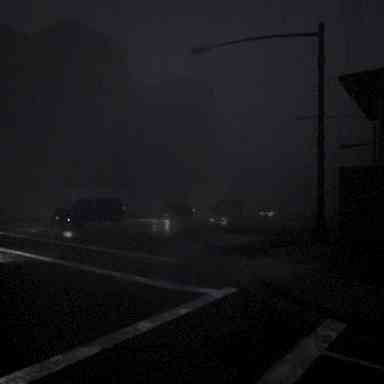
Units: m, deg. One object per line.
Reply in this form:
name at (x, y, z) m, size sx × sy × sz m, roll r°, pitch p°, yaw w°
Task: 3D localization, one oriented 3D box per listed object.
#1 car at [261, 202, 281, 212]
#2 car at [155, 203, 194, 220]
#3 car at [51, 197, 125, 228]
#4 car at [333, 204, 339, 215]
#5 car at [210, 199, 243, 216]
car at (12.714, 2.388, 53.409) m, size 1.882 × 1.535 × 5.008 m, roll 0°, pitch -1°, yaw 35°
car at (-1.649, 1.885, 32.914) m, size 1.837 × 1.490 × 4.892 m, roll 0°, pitch -1°, yaw 35°
car at (-7.468, 1.431, 24.546) m, size 2.150 × 2.045 × 5.566 m, roll 0°, pitch -1°, yaw 35°
car at (21.563, 2.433, 47.556) m, size 1.882 × 1.535 × 5.008 m, roll 0°, pitch -1°, yaw 35°
car at (4.471, 1.846, 41.703) m, size 2.150 × 2.045 × 5.566 m, roll 0°, pitch -1°, yaw 35°
